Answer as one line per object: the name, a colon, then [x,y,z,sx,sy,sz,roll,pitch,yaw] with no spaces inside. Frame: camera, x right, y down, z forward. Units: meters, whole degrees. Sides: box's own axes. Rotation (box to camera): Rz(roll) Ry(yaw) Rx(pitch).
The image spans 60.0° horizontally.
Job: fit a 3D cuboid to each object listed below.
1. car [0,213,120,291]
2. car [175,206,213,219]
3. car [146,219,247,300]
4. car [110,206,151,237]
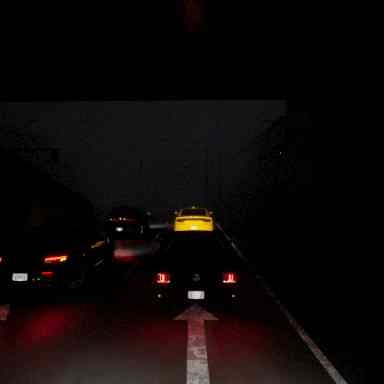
car: [-3.418,1.526,8.913,1.812,1.442,4.674,0,0,0]
car: [0.087,1.478,17.665,1.882,1.535,5.008,0,0,0]
car: [0.085,1.601,8.322,1.895,1.301,4.718,0,0,0]
car: [-3.414,1.505,18.072,1.837,1.490,4.892,0,0,0]
